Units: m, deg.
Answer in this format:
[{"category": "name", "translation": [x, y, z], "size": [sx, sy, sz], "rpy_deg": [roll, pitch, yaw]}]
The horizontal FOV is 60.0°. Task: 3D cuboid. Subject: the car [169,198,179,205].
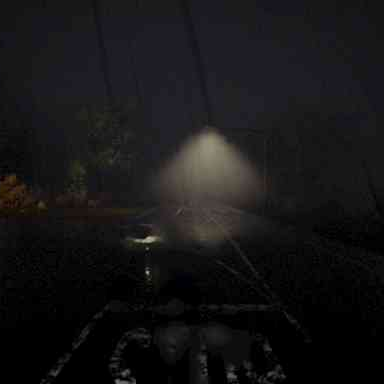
[{"category": "car", "translation": [-3.498, 1.825, 65.854], "size": [2.033, 1.411, 5.357], "rpy_deg": [0, 0, 0]}]
